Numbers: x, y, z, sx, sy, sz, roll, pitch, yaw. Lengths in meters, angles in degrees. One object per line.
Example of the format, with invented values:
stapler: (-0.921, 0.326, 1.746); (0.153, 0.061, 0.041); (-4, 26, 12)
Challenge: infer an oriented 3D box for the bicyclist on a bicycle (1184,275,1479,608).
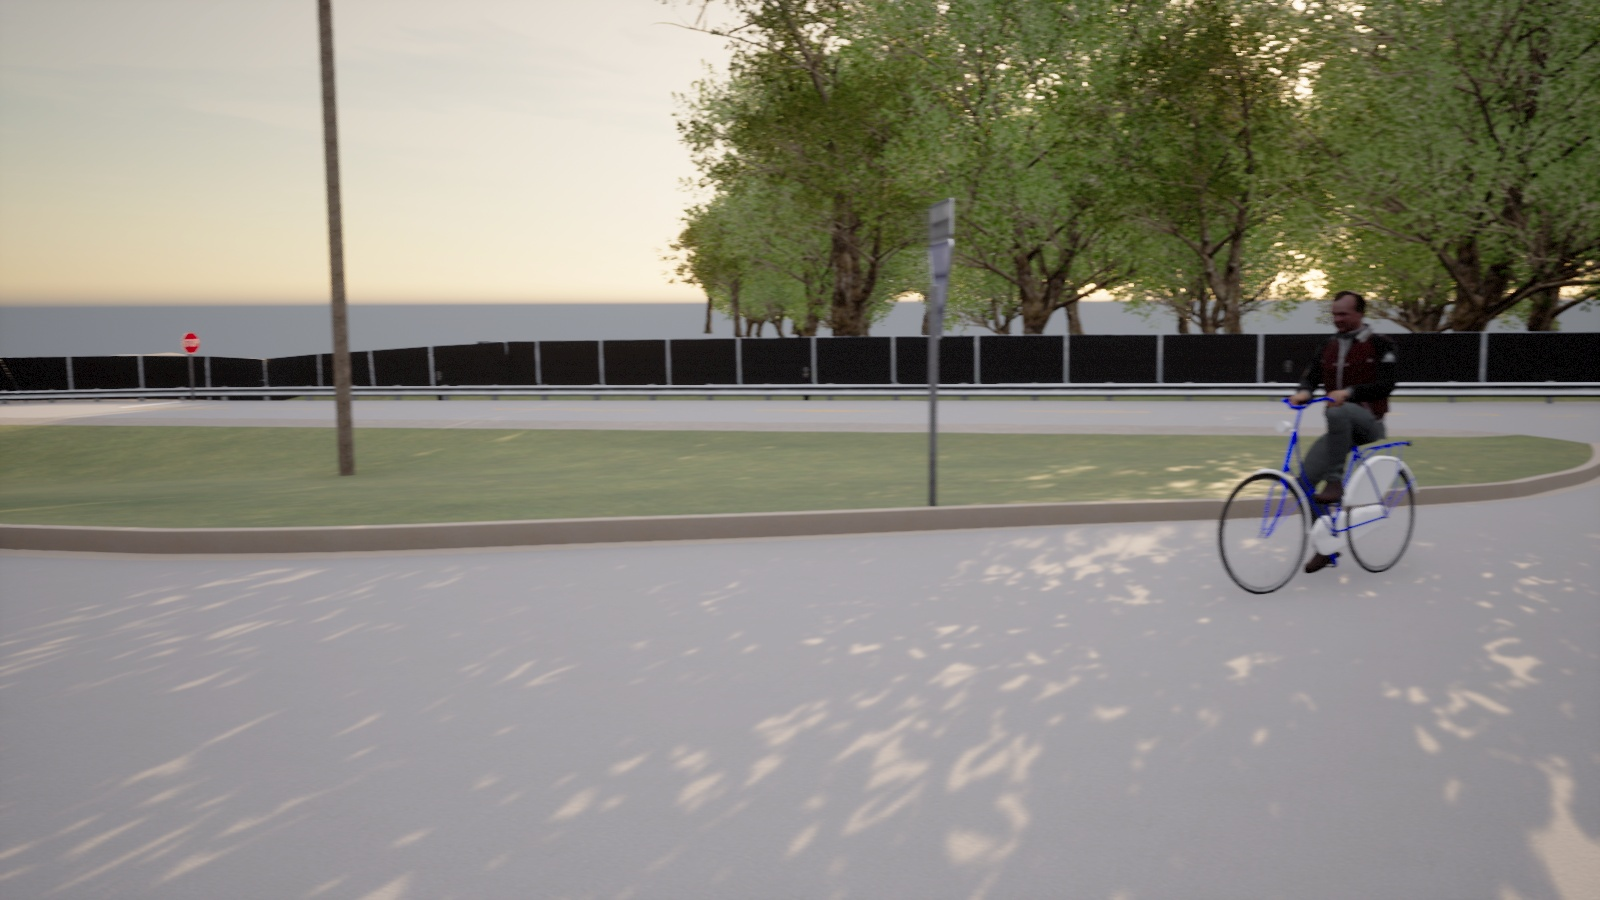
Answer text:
bicyclist on a bicycle: (3.170, -0.115, 7.437); (1.843, 1.776, 0.659); (-5, 5, -32)
